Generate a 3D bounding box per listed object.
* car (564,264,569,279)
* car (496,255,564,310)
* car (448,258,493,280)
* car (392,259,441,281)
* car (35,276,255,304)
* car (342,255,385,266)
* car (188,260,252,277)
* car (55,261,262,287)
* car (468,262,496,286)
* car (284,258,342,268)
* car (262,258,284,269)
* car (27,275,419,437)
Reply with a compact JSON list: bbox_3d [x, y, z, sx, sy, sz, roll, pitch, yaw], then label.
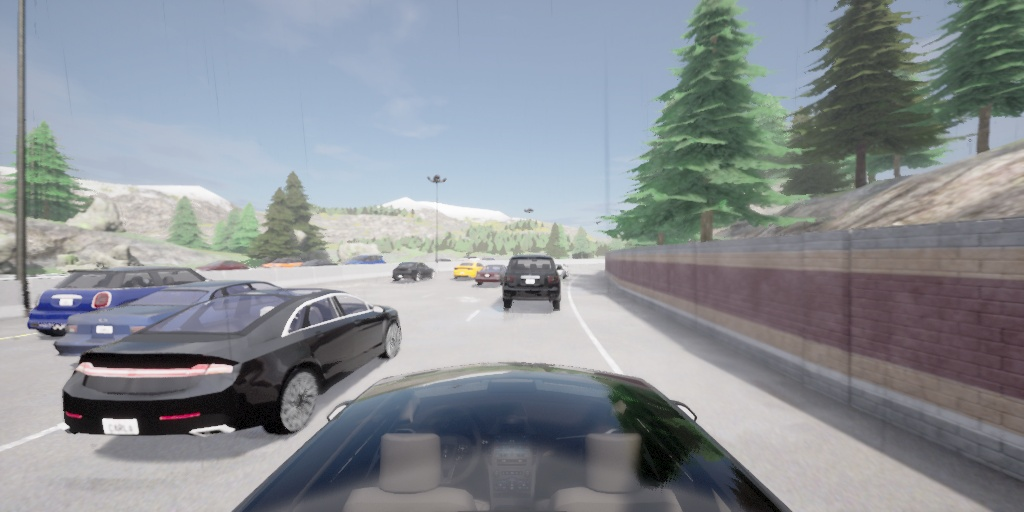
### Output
[{"bbox_3d":[4.153,1.282,32.891,1.812,1.442,4.674,0,0,14],"label":"car"},{"bbox_3d":[0.914,0.971,15.003,2.150,2.045,5.566,0,0,6],"label":"car"},{"bbox_3d":[-3.467,1.210,31.085,1.882,1.535,5.008,0,0,12],"label":"car"},{"bbox_3d":[-7.617,1.225,28.290,1.837,1.490,4.892,0,0,11],"label":"car"},{"bbox_3d":[-6.656,1.275,8.481,2.033,1.411,5.357,0,0,3],"label":"car"},{"bbox_3d":[-16.149,0.910,39.035,2.150,2.045,5.566,0,0,15],"label":"car"},{"bbox_3d":[-27.957,1.180,34.533,1.812,1.442,4.674,0,0,12],"label":"car"},{"bbox_3d":[-9.992,1.069,10.265,2.097,1.767,4.553,0,0,4],"label":"car"},{"bbox_3d":[-1.123,1.289,25.288,2.033,1.411,5.357,0,0,11],"label":"car"},{"bbox_3d":[-20.270,1.156,36.806,1.882,1.535,5.008,0,0,13],"label":"car"},{"bbox_3d":[-23.743,1.020,37.306,2.097,1.767,4.553,0,0,13],"label":"car"},{"bbox_3d":[-3.239,1.230,5.463,2.128,1.511,4.902,0,0,2],"label":"car"}]
